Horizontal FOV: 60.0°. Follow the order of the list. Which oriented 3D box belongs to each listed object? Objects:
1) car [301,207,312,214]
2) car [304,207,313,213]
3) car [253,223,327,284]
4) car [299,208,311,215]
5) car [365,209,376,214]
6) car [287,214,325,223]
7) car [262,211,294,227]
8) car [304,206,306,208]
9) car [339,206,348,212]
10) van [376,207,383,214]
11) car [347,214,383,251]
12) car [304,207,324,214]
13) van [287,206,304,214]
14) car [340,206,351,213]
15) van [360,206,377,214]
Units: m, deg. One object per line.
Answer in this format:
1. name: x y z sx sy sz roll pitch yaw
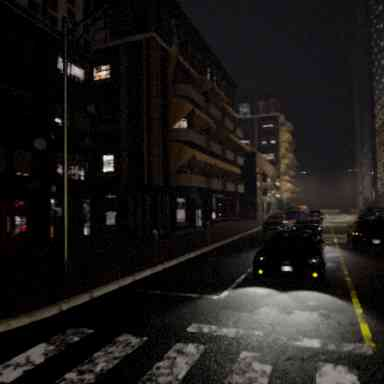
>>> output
1. car: 25.385 4.091 73.817 2.008 1.369 4.403 -2 -3 21
2. car: 29.470 4.419 84.162 1.752 1.417 4.829 -2 -3 21
3. car: 3.293 1.942 10.849 1.994 1.385 4.181 -2 -2 22
4. car: 23.310 3.928 68.566 1.947 1.339 4.313 -2 -3 21
5. car: 16.582 2.406 28.741 2.008 1.369 4.403 -2 -2 21
6. car: 7.730 2.351 22.078 1.895 1.301 4.718 -2 -3 22
7. car: 6.715 2.502 26.560 2.008 1.369 4.403 -2 -2 21
8. car: 19.156 3.323 58.075 2.192 1.841 5.009 -2 -3 21
9. car: 39.401 4.374 86.499 1.947 1.339 4.313 -2 -3 21
10. van: 14.504 2.021 23.498 1.690 1.788 3.998 -2 -2 21
11. car: 8.820 2.031 16.509 1.812 1.442 4.674 -2 -3 22
12. car: 14.611 2.850 39.333 1.812 1.442 4.674 -2 -3 22
13. van: 12.934 2.819 42.321 1.690 1.788 3.998 -2 -2 21
14. car: 35.252 4.030 75.998 1.802 1.307 4.206 -2 -3 21
15. van: 18.653 2.371 34.000 1.690 1.788 3.998 -2 -2 21
